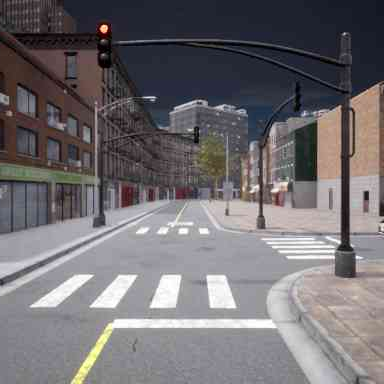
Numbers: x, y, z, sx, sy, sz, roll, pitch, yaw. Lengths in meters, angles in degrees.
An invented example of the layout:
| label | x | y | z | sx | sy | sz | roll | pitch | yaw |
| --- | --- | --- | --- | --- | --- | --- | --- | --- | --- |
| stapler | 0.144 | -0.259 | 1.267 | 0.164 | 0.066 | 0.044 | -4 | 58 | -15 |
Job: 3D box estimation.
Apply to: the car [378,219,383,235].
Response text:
| label | x | y | z | sx | sy | sz | roll | pitch | yaw |
| --- | --- | --- | --- | --- | --- | --- | --- | --- | --- |
| car | 11.021 | 1.421 | 14.914 | 4.902 | 1.511 | 2.128 | 0 | 0 | 0 |
